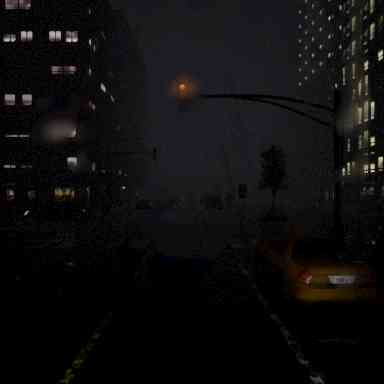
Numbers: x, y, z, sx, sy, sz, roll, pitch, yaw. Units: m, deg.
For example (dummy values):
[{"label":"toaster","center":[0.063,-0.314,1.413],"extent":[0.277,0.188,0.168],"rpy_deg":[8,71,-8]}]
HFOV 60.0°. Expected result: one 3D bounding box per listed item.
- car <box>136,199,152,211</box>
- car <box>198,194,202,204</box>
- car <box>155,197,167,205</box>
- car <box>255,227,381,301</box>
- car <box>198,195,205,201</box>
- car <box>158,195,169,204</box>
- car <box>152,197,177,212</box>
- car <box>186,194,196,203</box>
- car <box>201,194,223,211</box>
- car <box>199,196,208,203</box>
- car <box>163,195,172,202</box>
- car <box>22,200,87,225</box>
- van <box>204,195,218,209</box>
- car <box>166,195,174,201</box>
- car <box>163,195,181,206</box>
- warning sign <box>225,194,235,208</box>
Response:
[{"label":"car","center":[-5.767,1.568,40.461],"extent":[2.008,1.369,4.403],"rpy_deg":[0,0,0]},{"label":"car","center":[2.570,1.362,62.583],"extent":[2.192,1.841,5.009],"rpy_deg":[0,0,0]},{"label":"car","center":[-5.809,1.592,62.567],"extent":[1.887,1.381,4.507],"rpy_deg":[0,0,0]},{"label":"car","center":[2.672,1.526,8.234],"extent":[1.752,1.417,4.829],"rpy_deg":[0,0,0]},{"label":"car","center":[2.520,1.626,90.386],"extent":[1.752,1.417,4.829],"rpy_deg":[0,0,0]},{"label":"car","center":[-5.820,1.497,68.095],"extent":[1.967,1.590,4.097],"rpy_deg":[0,0,0]},{"label":"car","center":[-3.171,1.580,39.301],"extent":[1.994,1.385,4.181],"rpy_deg":[0,0,0]},{"label":"car","center":[-0.128,1.607,69.248],"extent":[2.033,1.411,5.357],"rpy_deg":[0,0,0]},{"label":"car","center":[2.611,1.332,40.477],"extent":[2.192,1.841,5.009],"rpy_deg":[0,0,0]},{"label":"car","center":[2.551,1.612,73.637],"extent":[1.887,1.381,4.507],"rpy_deg":[0,0,0]},{"label":"car","center":[-5.840,1.517,79.148],"extent":[1.967,1.590,4.097],"rpy_deg":[0,0,0]},{"label":"car","center":[-10.333,1.494,25.262],"extent":[4.553,1.767,2.097],"rpy_deg":[-1,0,-17]},{"label":"van","center":[2.601,1.364,46.003],"extent":[1.690,1.788,3.998],"rpy_deg":[0,0,0]},{"label":"car","center":[-5.859,1.625,90.031],"extent":[1.752,1.417,4.829],"rpy_deg":[0,0,0]},{"label":"car","center":[-3.188,1.510,53.151],"extent":[1.882,1.535,5.008],"rpy_deg":[0,0,0]},{"label":"warning sign","center":[4.992,1.136,43.738],"extent":[1.300,1.860,1.060],"rpy_deg":[0,0,0]}]
